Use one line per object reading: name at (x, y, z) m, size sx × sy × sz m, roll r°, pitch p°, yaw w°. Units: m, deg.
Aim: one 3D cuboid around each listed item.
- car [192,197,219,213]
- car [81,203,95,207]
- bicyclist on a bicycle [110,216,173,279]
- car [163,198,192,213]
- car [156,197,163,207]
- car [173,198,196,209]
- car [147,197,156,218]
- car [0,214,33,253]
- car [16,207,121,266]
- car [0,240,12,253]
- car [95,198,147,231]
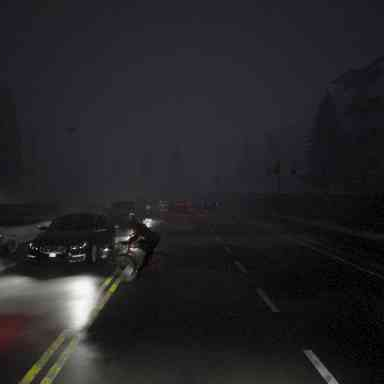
car at (1.555, 1.352, 37.753) m, size 2.097 × 1.767 × 4.553 m, roll 0°, pitch 0°, yaw -9°
car at (-8.002, 1.564, 27.101) m, size 1.994 × 1.385 × 4.181 m, roll 0°, pitch 0°, yaw -2°
bicyclist on a bicycle at (-1.330, 1.455, 8.612) m, size 1.656 × 1.620 × 0.582 m, roll -2°, pitch 0°, yaw -2°
car at (-1.664, 1.491, 36.284) m, size 2.128 × 1.511 × 4.902 m, roll 0°, pitch 0°, yaw -8°
car at (-4.854, 1.505, 47.238) m, size 1.837 × 1.490 × 4.892 m, roll 0°, pitch 0°, yaw -22°
car at (-1.098, 1.564, 47.529) m, size 1.994 × 1.385 × 4.181 m, roll 0°, pitch 0°, yaw -22°
car at (-4.681, 1.352, 30.411) m, size 2.097 × 1.767 × 4.553 m, roll 0°, pitch 0°, yaw -4°
car at (-7.513, 1.601, 13.705) m, size 1.895 × 1.301 × 4.718 m, roll 0°, pitch 0°, yaw -2°
car at (-3.946, 1.505, 11.657) m, size 1.837 × 1.490 × 4.892 m, roll 0°, pitch 0°, yaw -2°
car at (-3.597, 1.492, 2.382) m, size 2.128 × 1.511 × 4.902 m, roll 0°, pitch 0°, yaw -4°
car at (-4.258, 1.352, 20.715) m, size 2.097 × 1.767 × 4.553 m, roll 0°, pitch 0°, yaw -2°
